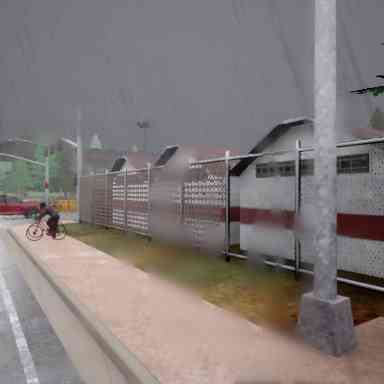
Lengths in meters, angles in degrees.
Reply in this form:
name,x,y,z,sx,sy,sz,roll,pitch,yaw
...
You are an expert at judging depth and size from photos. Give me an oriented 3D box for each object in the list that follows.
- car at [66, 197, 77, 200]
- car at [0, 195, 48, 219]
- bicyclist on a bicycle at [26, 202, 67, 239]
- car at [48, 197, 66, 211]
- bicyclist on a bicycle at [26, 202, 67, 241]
name,x,y,z,sx,sy,sz,roll,pitch,yaw
car,-19.508,1.505,50.096,4.892,1.490,1.837,0,0,-35
car,-15.202,1.223,27.261,5.566,2.045,2.150,0,0,-35
bicyclist on a bicycle,-6.794,1.302,15.583,1.656,1.620,0.582,0,0,-39
car,-16.398,1.477,34.959,5.008,1.535,1.882,0,0,-35
bicyclist on a bicycle,-6.278,1.301,14.363,1.656,1.620,0.582,0,0,-14
